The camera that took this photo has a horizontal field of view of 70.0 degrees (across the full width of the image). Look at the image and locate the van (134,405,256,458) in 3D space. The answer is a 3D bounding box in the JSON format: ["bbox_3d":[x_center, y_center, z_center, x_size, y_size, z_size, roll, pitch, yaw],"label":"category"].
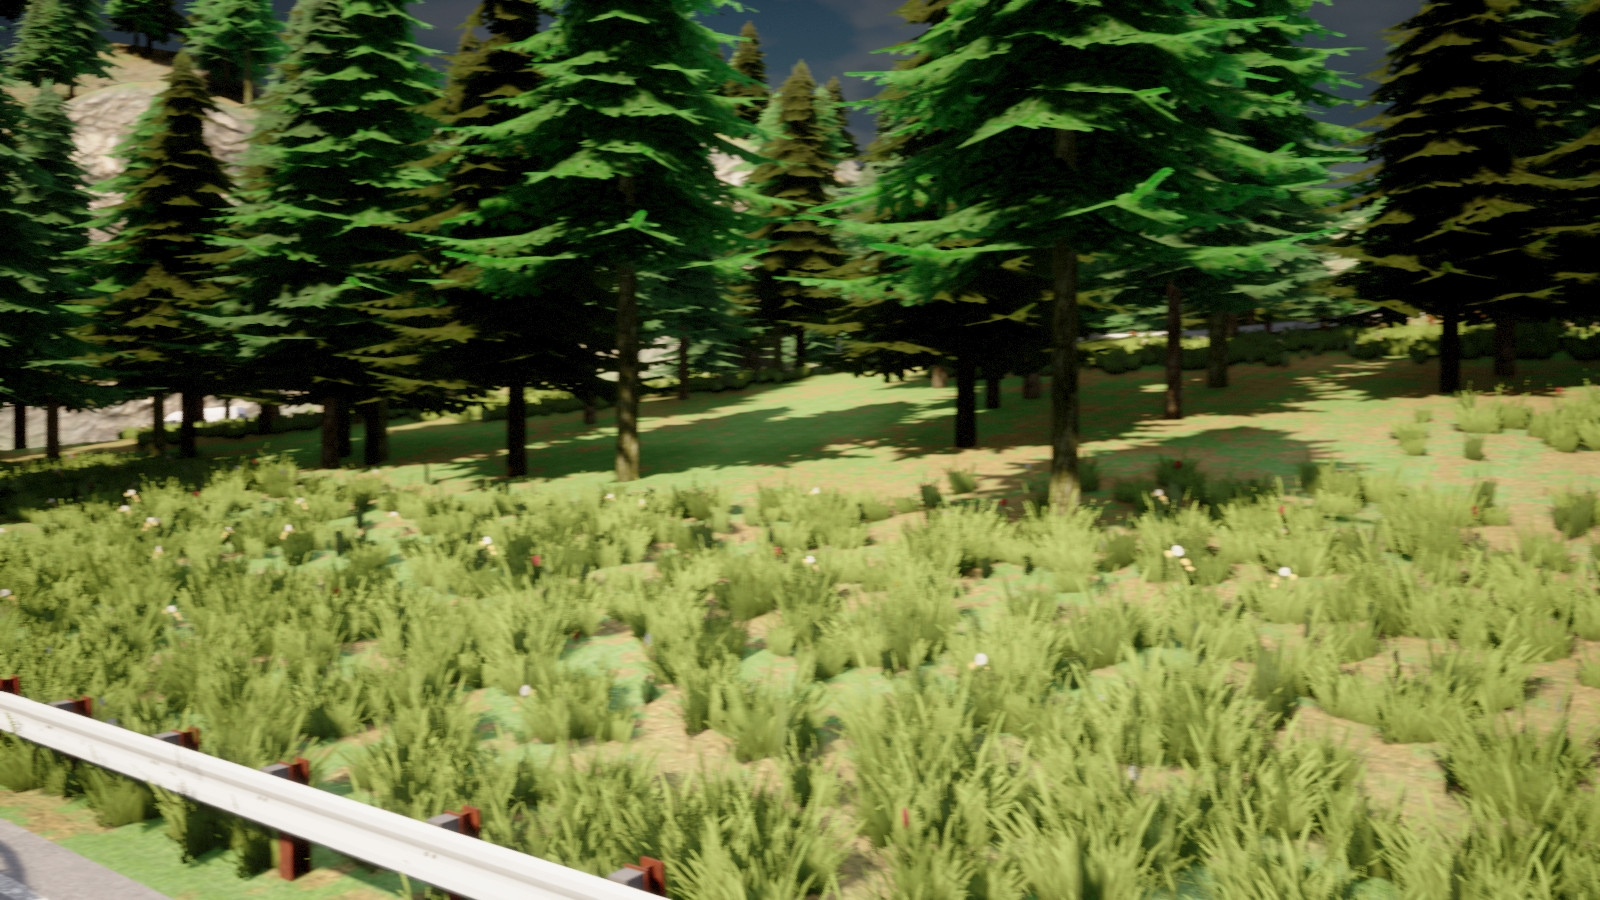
[{"bbox_3d":[-35.865,-1.121,67.870,5.915,2.561,1.988,-5,2,-5],"label":"van"}]
